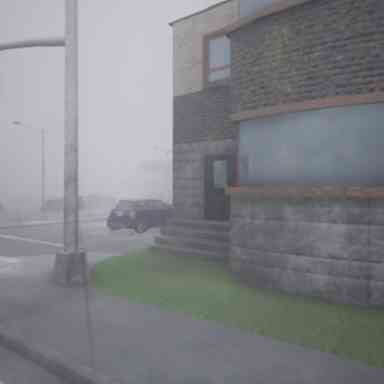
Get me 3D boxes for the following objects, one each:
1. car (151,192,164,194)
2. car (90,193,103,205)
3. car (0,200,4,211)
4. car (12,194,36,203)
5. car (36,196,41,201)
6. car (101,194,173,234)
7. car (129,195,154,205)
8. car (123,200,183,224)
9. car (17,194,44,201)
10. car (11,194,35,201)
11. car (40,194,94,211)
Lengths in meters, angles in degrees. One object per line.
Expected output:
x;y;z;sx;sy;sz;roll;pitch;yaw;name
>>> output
-5.824;1.016;52.125;1.905;1.878;3.866;0;0;35;car
-13.067;1.030;47.624;1.932;1.855;4.605;0;0;35;car
-20.296;1.172;31.828;1.970;1.475;3.806;0;0;35;car
-30.913;1.203;61.266;1.845;1.501;3.633;0;0;35;car
-22.799;1.203;55.432;2.007;1.523;4.514;0;0;35;car
-2.335;1.148;18.159;2.097;1.767;4.553;0;0;36;car
-8.178;1.293;54.552;1.970;1.475;3.806;0;0;35;car
-2.695;1.353;23.829;1.994;1.385;4.181;0;0;36;car
-36.107;1.188;74.389;2.152;1.636;5.027;0;0;35;car
-38.693;1.190;76.167;2.007;1.523;4.514;0;0;35;car
-13.223;1.245;35.444;2.007;1.523;4.514;0;0;35;car
